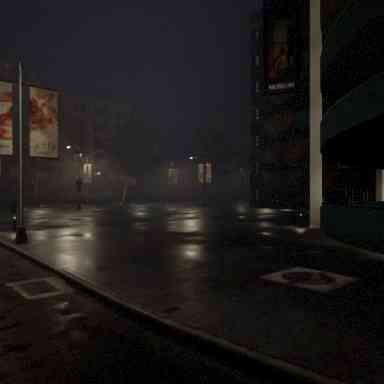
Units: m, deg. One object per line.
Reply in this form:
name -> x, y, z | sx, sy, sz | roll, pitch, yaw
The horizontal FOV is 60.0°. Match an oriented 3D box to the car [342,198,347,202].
car -> 22.171, 1.413, 51.038 | 4.786, 1.482, 2.161 | 0, 0, -41

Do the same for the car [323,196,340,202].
car -> 15.615, 1.320, 39.957 | 4.674, 1.452, 2.002 | 0, 0, -41
